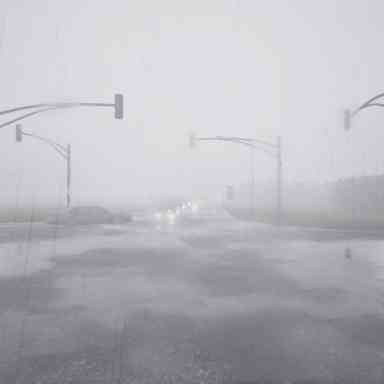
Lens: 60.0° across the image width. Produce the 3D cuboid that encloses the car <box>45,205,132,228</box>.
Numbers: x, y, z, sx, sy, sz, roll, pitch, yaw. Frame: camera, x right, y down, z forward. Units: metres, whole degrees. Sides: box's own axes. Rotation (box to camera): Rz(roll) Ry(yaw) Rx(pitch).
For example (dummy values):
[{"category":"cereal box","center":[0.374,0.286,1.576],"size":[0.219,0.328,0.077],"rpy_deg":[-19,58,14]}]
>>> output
[{"category":"car","center":[-6.730,1.564,21.907],"size":[5.357,1.411,2.033],"rpy_deg":[0,0,-27]}]

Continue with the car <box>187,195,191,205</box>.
[{"category":"car","center":[-1.767,1.479,57.808],"size":[2.128,1.511,4.902],"rpy_deg":[0,0,4]}]

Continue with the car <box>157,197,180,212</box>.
[{"category":"car","center":[-2.812,1.600,38.245],"size":[1.895,1.301,4.718],"rpy_deg":[0,0,3]}]

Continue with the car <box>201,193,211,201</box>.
[{"category":"car","center":[3.361,1.191,79.079],"size":[2.150,2.045,5.566],"rpy_deg":[0,0,5]}]

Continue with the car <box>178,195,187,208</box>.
[{"category":"car","center":[-2.358,1.486,47.559],"size":[2.128,1.511,4.902],"rpy_deg":[0,0,3]}]

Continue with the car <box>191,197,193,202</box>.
[{"category":"car","center":[-0.942,1.470,69.123],"size":[2.128,1.511,4.902],"rpy_deg":[0,0,4]}]
